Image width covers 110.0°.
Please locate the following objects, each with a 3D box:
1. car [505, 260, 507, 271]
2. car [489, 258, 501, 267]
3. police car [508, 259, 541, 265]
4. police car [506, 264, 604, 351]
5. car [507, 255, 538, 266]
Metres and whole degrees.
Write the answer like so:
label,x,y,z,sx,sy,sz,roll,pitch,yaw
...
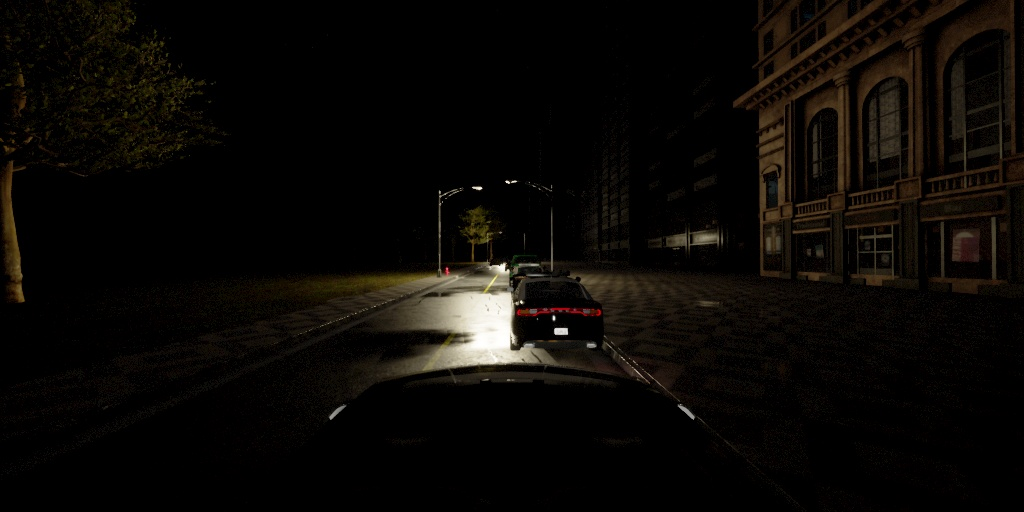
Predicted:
label,x,y,z,sx,sy,sz,roll,pitch,yaw
car,0.015,1.252,46.600,2.033,1.411,5.357,0,0,1
car,-3.010,1.144,64.265,1.882,1.535,5.008,0,0,0
police car,0.897,1.170,19.150,1.930,1.638,5.238,0,0,0
police car,0.899,1.175,9.149,1.930,1.638,5.238,0,0,0
car,0.894,0.963,25.070,2.150,2.045,5.566,0,0,0
